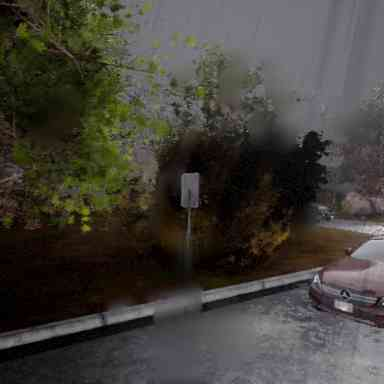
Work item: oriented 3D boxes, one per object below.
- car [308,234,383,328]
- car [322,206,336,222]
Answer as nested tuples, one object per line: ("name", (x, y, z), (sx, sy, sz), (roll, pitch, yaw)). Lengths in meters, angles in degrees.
("car", (4.330, 1.604, 6.746), (4.674, 1.442, 1.812), (1, 0, -36))
("car", (10.565, 1.893, 30.337), (1.837, 1.490, 4.892), (2, -1, -36))
